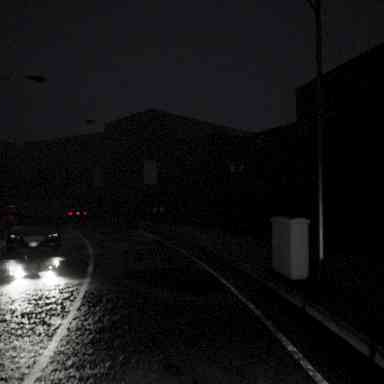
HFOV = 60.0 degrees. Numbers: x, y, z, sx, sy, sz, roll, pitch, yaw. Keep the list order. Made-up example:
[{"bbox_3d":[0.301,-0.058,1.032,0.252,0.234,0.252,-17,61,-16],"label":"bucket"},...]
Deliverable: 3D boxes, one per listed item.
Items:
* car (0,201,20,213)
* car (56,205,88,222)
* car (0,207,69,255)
[{"bbox_3d":[-21.286,1.738,37.245,4.902,1.511,2.128,0,-1,31],"label":"car"},{"bbox_3d":[-10.826,1.788,28.544,2.033,1.411,5.357,1,-1,-42],"label":"car"},{"bbox_3d":[-6.532,1.605,14.097,2.128,1.511,4.902,1,-1,-22],"label":"car"}]
